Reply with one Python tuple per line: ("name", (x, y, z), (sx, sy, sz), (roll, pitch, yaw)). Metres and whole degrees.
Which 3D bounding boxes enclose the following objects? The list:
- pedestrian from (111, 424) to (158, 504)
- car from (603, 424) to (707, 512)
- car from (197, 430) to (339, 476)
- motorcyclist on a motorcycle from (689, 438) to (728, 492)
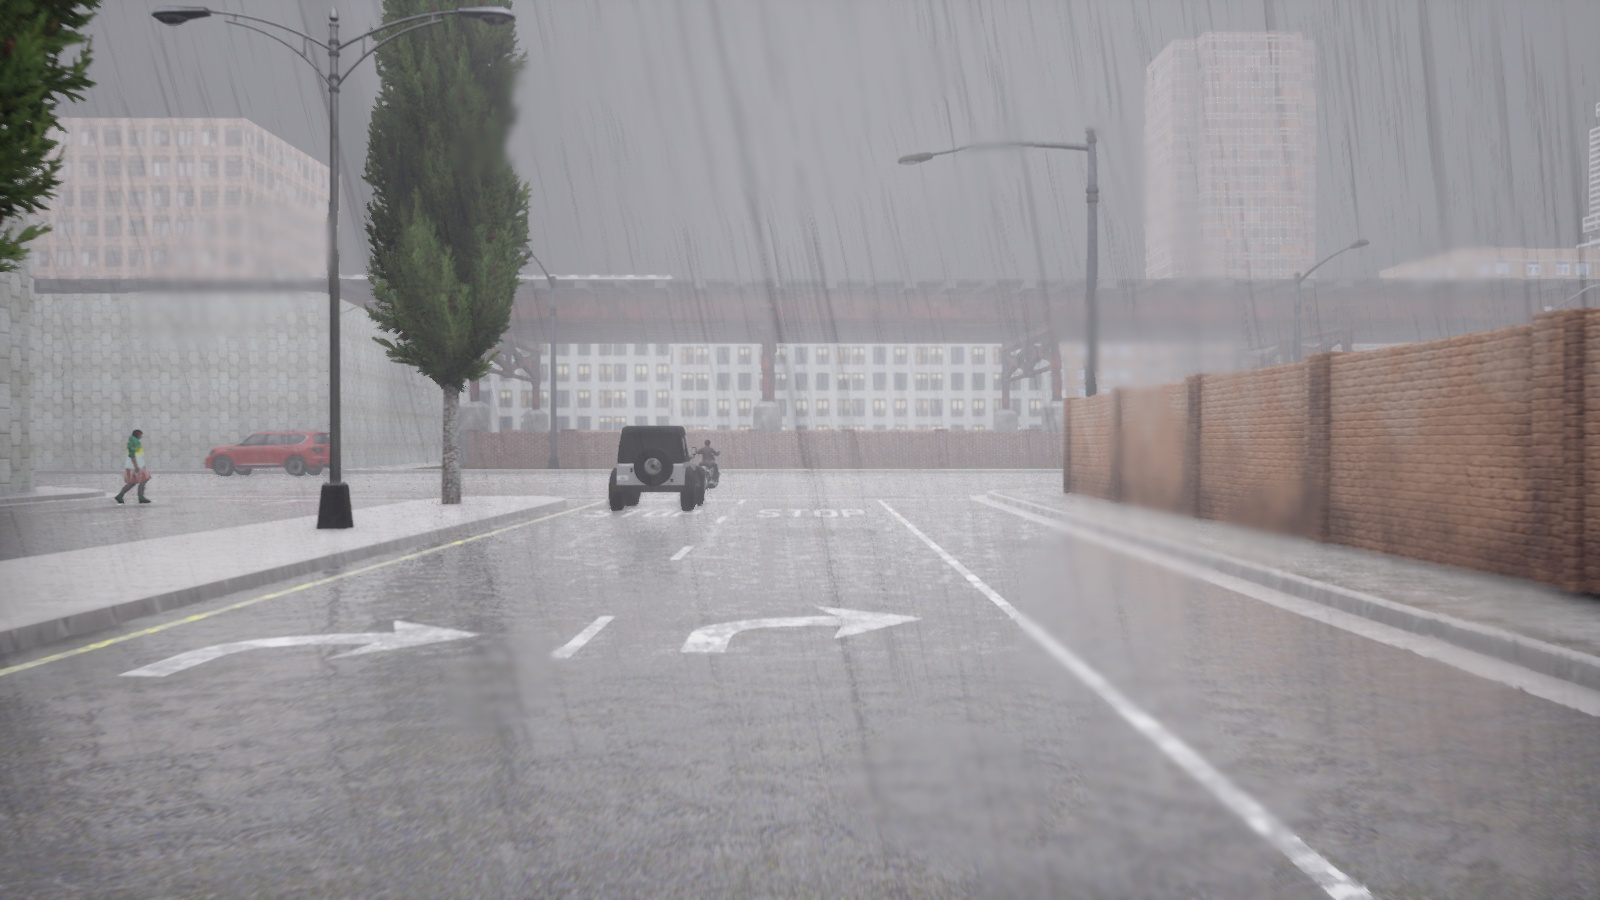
("pedestrian", (-16.290, 0.336, 30.761), (0.873, 1.952, 0.659), (0, 0, -12))
("car", (-3.242, 0.377, 28.782), (1.905, 1.878, 3.866), (0, 0, 0))
("car", (-24.145, 0.122, 57.162), (5.566, 2.045, 2.150), (0, 0, 1))
("motorcyclist on a motorcycle", (-2.939, 0.466, 40.440), (0.766, 1.649, 2.350), (1, 0, 7))
